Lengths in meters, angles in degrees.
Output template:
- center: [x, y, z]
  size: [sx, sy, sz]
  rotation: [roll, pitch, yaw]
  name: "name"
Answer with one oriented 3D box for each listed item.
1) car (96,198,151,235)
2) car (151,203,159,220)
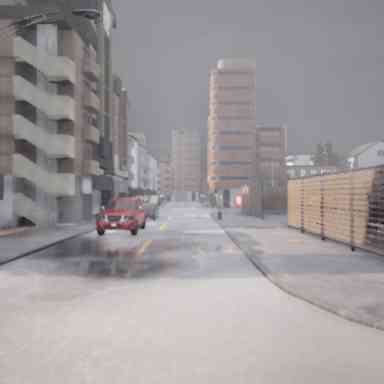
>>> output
- center: [-4.095, 1.384, 20.142]
  size: [2.150, 2.045, 5.566]
  rotation: [0, 0, 0]
  name: "car"
- center: [-4.090, 1.750, 30.578]
  size: [1.837, 1.490, 4.892]
  rotation: [0, 0, 0]
  name: "car"
